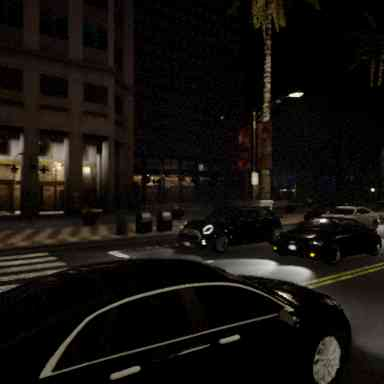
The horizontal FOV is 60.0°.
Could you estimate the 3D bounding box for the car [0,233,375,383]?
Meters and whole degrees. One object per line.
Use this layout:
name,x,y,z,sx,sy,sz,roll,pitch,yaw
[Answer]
car,-0.211,1.506,3.595,4.892,1.490,1.837,0,0,-36

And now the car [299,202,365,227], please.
car,9.962,1.520,23.491,4.786,1.482,2.161,0,0,-36

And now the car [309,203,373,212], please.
car,8.832,1.531,18.784,4.674,1.442,1.812,0,0,-35

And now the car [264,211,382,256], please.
car,4.808,1.567,11.685,4.181,1.385,1.994,0,0,-35

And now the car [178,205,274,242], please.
car,1.654,1.355,13.742,4.553,1.767,2.097,0,0,-35
